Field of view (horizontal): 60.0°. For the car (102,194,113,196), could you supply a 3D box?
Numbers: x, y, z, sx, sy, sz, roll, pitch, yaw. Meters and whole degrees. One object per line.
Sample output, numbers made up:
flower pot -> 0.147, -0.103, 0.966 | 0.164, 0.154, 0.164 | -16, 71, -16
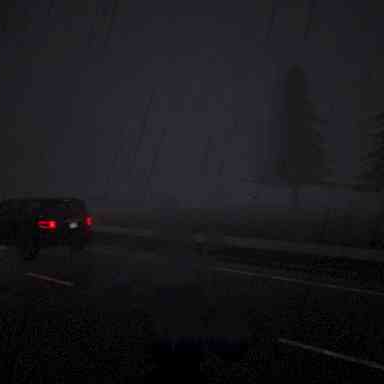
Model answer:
car -> -13.765, 1.291, 48.604 | 2.150, 2.045, 5.566 | 0, 0, 36

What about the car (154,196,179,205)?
car -> -4.585, 1.574, 61.098 | 1.837, 1.490, 4.892 | 0, 0, 37

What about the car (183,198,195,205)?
car -> -1.564, 1.664, 59.303 | 1.895, 1.301, 4.718 | 0, 0, 37

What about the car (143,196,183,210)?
car -> -3.803, 1.402, 44.441 | 2.097, 1.767, 4.553 | 0, 0, 36

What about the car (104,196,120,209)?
car -> -10.988, 1.611, 46.477 | 2.033, 1.411, 5.357 | 0, 0, 36

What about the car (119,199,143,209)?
car -> -7.223, 1.658, 45.693 | 1.895, 1.301, 4.718 | 0, 0, 36

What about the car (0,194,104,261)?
car -> -6.114, 1.238, 12.621 | 5.566, 2.045, 2.150 | -1, -1, 36

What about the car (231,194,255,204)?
car -> 10.044, 1.597, 63.213 | 2.033, 1.411, 5.357 | 0, 0, 37

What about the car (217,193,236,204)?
car -> 7.173, 1.280, 65.222 | 2.150, 2.045, 5.566 | 0, 0, 36
